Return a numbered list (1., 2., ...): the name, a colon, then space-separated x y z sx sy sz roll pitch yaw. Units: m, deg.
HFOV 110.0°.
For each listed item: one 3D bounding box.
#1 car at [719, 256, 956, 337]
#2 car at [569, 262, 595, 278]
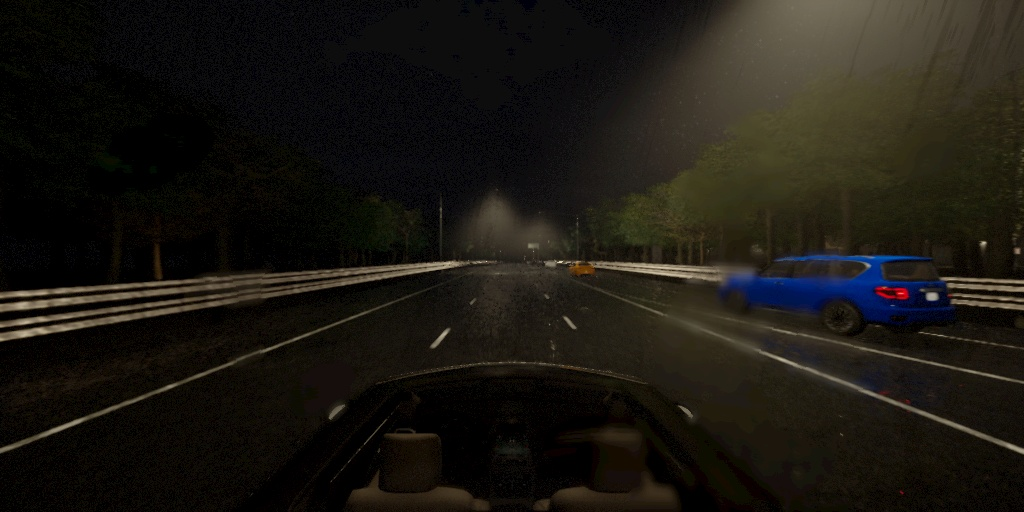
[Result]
1. car: 8.949 1.011 10.691 2.150 2.045 5.566 0 0 -11
2. car: 7.017 1.332 36.393 1.882 1.535 5.008 0 0 0
